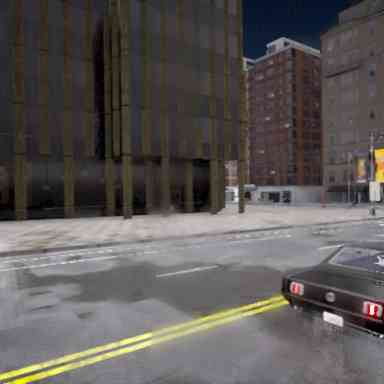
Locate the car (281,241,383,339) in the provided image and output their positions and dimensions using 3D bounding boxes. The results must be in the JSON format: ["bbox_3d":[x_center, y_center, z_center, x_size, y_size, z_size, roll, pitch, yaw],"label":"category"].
[{"bbox_3d":[3.910,1.603,6.239,4.718,1.301,1.895,0,0,-36],"label":"car"}]
